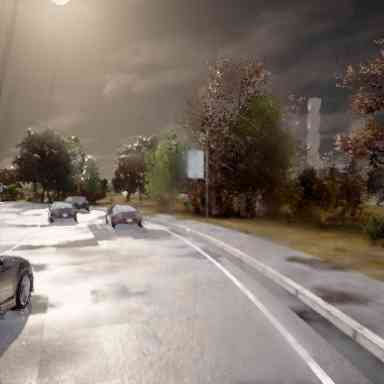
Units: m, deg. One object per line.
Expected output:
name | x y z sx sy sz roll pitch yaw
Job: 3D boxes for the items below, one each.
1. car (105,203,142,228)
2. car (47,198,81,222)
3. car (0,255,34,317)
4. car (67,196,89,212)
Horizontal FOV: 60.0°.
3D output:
car | -4.439 1.465 21.462 1.812 1.442 4.674 0 0 -21
car | -9.890 1.442 25.279 1.812 1.442 4.674 0 0 -26
car | -3.942 1.502 4.791 1.837 1.490 4.892 0 0 -5
car | -13.052 1.239 36.841 2.097 1.767 4.553 0 0 -36
